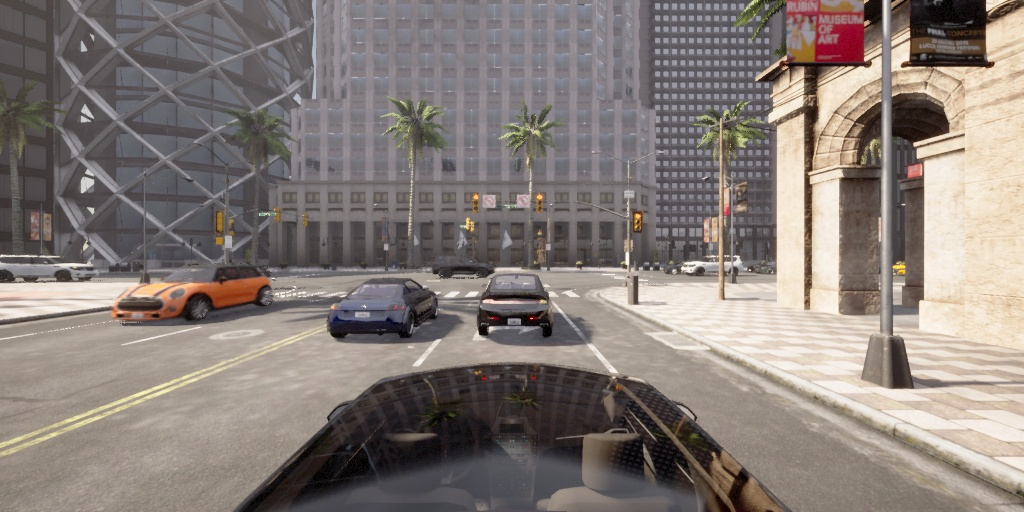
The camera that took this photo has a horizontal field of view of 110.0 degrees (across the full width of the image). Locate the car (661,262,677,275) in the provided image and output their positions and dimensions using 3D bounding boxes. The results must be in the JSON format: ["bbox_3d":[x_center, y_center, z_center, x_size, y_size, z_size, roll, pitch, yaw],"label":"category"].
[{"bbox_3d":[18.869,1.255,39.291,4.892,1.490,1.837,0,0,0],"label":"car"}]

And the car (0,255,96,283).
[{"bbox_3d":[-36.052,0.967,27.728,5.566,2.045,2.150,1,0,-16],"label":"car"}]

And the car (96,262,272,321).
[{"bbox_3d":[-10.590,1.102,12.366,2.097,1.767,4.553,0,0,0],"label":"car"}]

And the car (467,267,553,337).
[{"bbox_3d":[0.121,1.242,10.352,2.128,1.511,4.902,0,0,2],"label":"car"}]

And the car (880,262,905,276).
[{"bbox_3d":[40.424,1.227,35.697,5.008,1.535,1.882,0,0,0],"label":"car"}]

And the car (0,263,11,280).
[{"bbox_3d":[-44.305,1.298,28.162,5.357,1.411,2.033,0,0,-30],"label":"car"}]

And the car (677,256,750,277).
[{"bbox_3d":[19.989,0.972,35.787,5.566,2.045,2.150,0,0,0],"label":"car"}]

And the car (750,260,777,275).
[{"bbox_3d":[28.832,1.314,39.249,4.181,1.385,1.994,0,0,0],"label":"car"}]

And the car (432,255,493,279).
[{"bbox_3d":[-4.358,0.972,32.167,5.566,2.045,2.150,0,0,0],"label":"car"}]

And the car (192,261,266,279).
[{"bbox_3d":[-25.193,1.241,32.073,4.902,1.511,2.128,0,0,-2],"label":"car"}]

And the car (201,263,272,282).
[{"bbox_3d":[-21.893,1.315,28.624,4.181,1.385,1.994,0,0,-1],"label":"car"}]

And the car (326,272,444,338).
[{"bbox_3d":[-3.416,1.314,10.222,1.994,1.385,4.181,0,0,0],"label":"car"}]
